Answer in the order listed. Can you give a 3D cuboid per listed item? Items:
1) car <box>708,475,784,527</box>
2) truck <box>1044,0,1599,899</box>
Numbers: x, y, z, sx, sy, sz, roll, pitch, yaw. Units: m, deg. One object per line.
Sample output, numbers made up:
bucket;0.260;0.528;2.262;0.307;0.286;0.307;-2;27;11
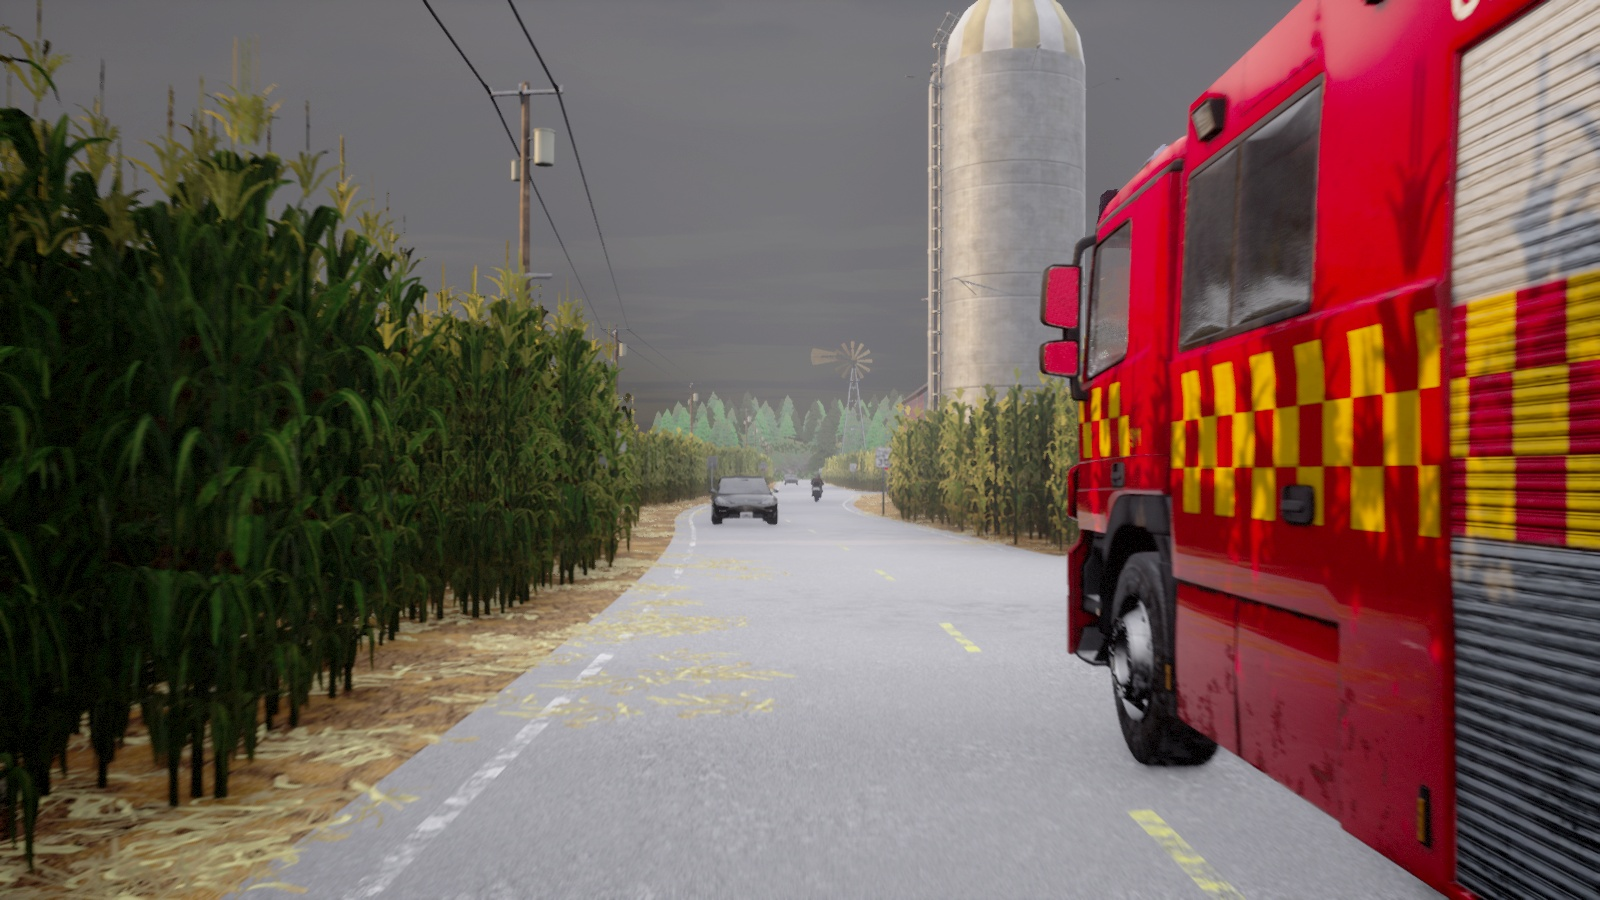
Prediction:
car;-1.772;1.548;39.414;2.163;1.488;4.792;0;-1;-5
truck;3.186;-0.275;4.614;2.891;3.827;8.468;0;-1;0
